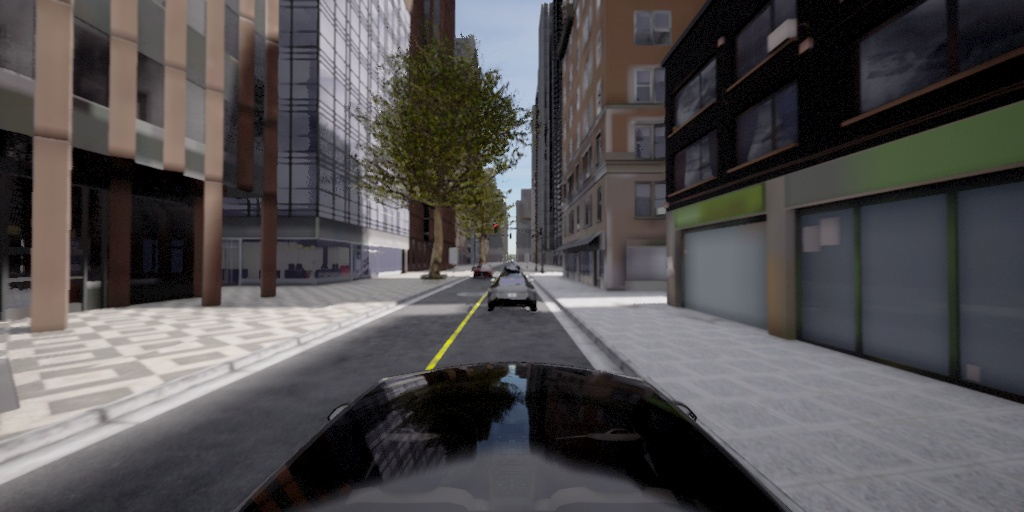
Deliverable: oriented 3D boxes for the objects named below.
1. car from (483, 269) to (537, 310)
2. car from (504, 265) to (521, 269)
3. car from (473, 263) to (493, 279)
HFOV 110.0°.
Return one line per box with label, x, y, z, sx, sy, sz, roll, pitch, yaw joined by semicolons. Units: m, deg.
car;0.018;1.446;15.393;1.994;1.385;4.181;0;0;0
car;0.011;1.530;30.356;1.837;1.490;4.892;0;0;0
car;-3.035;1.578;38.671;1.882;1.535;5.008;0;-1;0
